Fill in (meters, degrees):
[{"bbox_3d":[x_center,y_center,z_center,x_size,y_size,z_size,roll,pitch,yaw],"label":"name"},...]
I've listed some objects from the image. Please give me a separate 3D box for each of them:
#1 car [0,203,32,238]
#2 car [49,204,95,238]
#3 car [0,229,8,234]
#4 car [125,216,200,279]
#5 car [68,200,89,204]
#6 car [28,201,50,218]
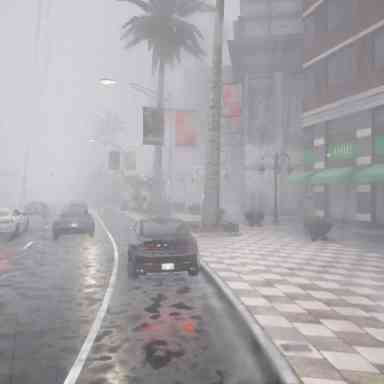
[{"bbox_3d":[-9.756,1.517,17.193,1.812,1.442,4.674,0,0,-18],"label":"car"},{"bbox_3d":[-6.327,1.559,17.964,1.994,1.385,4.181,0,0,-18],"label":"car"},{"bbox_3d":[-3.149,1.349,1.618,2.097,1.767,4.553,0,0,-3],"label":"car"},{"bbox_3d":[-1.037,1.503,10.202,1.837,1.490,4.892,0,0,-11],"label":"car"},{"bbox_3d":[-11.020,1.498,32.148,1.837,1.490,4.892,0,1,-18],"label":"car"},{"bbox_3d":[-14.042,1.535,30.115,2.033,1.411,5.357,0,0,-18],"label":"car"}]
